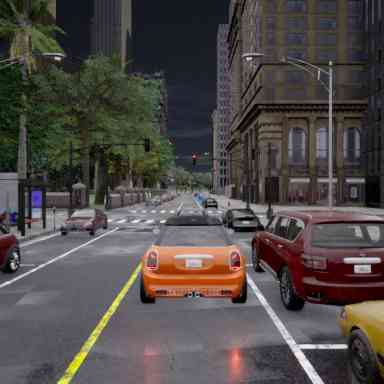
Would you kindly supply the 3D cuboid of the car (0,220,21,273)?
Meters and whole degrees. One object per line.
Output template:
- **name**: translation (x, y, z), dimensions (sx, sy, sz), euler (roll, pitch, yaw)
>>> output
- **car**: translation (-5.801, 1.439, 7.689), dimensions (1.967, 1.590, 4.097), euler (0, 0, 0)

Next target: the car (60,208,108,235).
- **car**: translation (-5.858, 1.577, 18.541), dimensions (1.802, 1.307, 4.206), euler (0, 0, 0)

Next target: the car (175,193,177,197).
- **car**: translation (-6.256, 1.234, 93.762), dimensions (2.192, 1.841, 5.009), euler (0, 0, 0)

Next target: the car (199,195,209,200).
- **car**: translation (2.499, 1.541, 50.425), dimensions (1.947, 1.339, 4.313), euler (0, 0, 0)

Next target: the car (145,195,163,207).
- **car**: translation (-6.026, 1.526, 50.400), dimensions (2.008, 1.369, 4.403), euler (0, 0, 0)

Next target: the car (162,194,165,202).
- **car**: translation (-6.055, 1.411, 55.820), dimensions (1.967, 1.590, 4.097), euler (0, 0, 0)

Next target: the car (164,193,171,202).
- **car**: translation (-6.141, 1.393, 72.081), dimensions (1.967, 1.590, 4.097), euler (0, 0, 0)

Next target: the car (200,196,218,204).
- **car**: translation (2.528, 1.545, 45.005), dimensions (1.947, 1.339, 4.313), euler (0, 0, 0)

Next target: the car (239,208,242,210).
- **car**: translation (2.667, 1.561, 18.569), dimensions (1.947, 1.339, 4.313), euler (0, 0, 0)

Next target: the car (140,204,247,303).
- **car**: translation (0.032, 1.351, 8.340), dimensions (2.097, 1.767, 4.553), euler (0, 0, 0)

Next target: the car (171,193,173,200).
- **car**: translation (-6.170, 1.260, 77.501), dimensions (2.192, 1.841, 5.009), euler (0, 0, 0)

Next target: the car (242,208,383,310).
- **car**: translation (2.724, 1.314, 7.718), dimensions (2.192, 1.841, 5.009), euler (0, 0, 0)

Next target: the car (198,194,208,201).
- **car**: translation (2.469, 1.496, 56.016), dimensions (1.752, 1.417, 4.829), euler (0, 0, 0)

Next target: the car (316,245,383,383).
- **car**: translation (2.752, 1.525, 2.463), dimensions (1.752, 1.417, 4.829), euler (0, 0, 0)

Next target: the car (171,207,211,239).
- **car**: translation (-0.031, 1.596, 18.159), dimensions (1.895, 1.301, 4.718), euler (0, 0, 0)

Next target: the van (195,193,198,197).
- **van**: translation (2.326, 1.278, 82.947), dimensions (1.690, 1.788, 3.998), euler (0, 0, 0)
